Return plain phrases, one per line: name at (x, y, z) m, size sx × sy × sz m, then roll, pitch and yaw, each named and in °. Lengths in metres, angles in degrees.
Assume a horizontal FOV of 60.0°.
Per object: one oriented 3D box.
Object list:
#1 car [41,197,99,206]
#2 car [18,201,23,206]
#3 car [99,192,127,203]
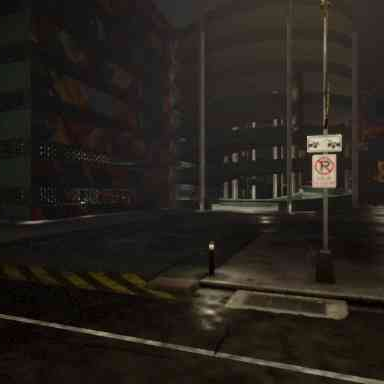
car at (-11.903, 1.320, 32.363) m, size 4.674 × 1.452 × 2.002 m, roll 0°, pitch 0°, yaw 20°
car at (-20.326, 1.463, 43.492) m, size 4.718 × 1.301 × 1.895 m, roll 0°, pitch 0°, yaw 20°
car at (-14.639, 1.028, 61.114) m, size 5.566 × 2.045 × 2.435 m, roll 0°, pitch 0°, yaw 20°
